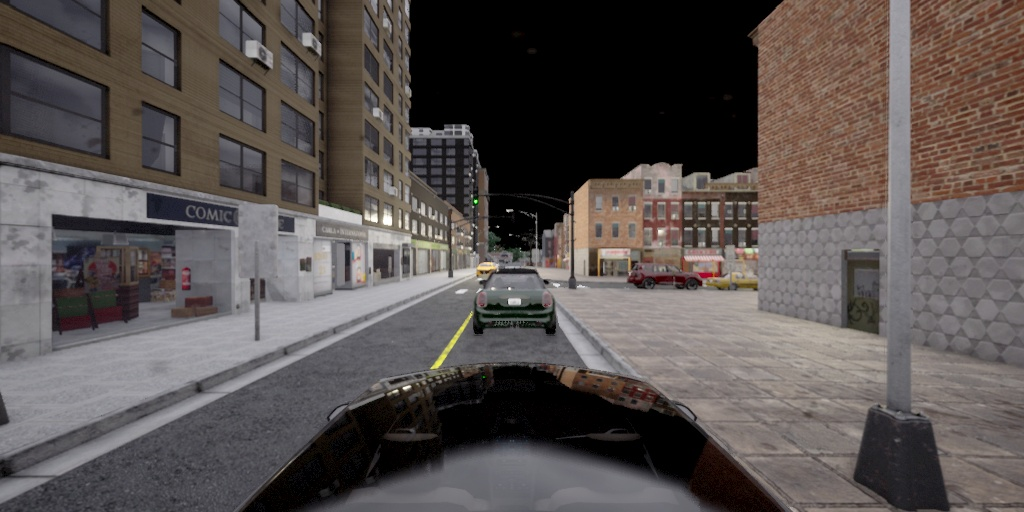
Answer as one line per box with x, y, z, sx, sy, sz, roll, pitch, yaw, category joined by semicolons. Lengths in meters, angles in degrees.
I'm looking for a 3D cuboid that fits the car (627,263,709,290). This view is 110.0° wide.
10.762;1.470;25.517;5.009;1.841;2.192;0;0;0;car

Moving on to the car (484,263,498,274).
-2.914;1.706;50.898;1.812;1.442;4.674;0;-1;0;car

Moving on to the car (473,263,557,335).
0.069;1.134;10.764;2.097;1.767;4.553;0;0;0;car

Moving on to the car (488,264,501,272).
-2.921;1.940;60.877;1.895;1.301;4.718;0;-1;0;car

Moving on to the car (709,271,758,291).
16.477;1.782;25.514;4.829;1.417;1.751;0;0;0;car

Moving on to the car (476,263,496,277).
-2.897;1.526;40.695;1.882;1.535;5.008;0;-1;1;car

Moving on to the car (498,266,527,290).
0.048;1.446;24.973;1.812;1.442;4.674;1;-1;0;car
